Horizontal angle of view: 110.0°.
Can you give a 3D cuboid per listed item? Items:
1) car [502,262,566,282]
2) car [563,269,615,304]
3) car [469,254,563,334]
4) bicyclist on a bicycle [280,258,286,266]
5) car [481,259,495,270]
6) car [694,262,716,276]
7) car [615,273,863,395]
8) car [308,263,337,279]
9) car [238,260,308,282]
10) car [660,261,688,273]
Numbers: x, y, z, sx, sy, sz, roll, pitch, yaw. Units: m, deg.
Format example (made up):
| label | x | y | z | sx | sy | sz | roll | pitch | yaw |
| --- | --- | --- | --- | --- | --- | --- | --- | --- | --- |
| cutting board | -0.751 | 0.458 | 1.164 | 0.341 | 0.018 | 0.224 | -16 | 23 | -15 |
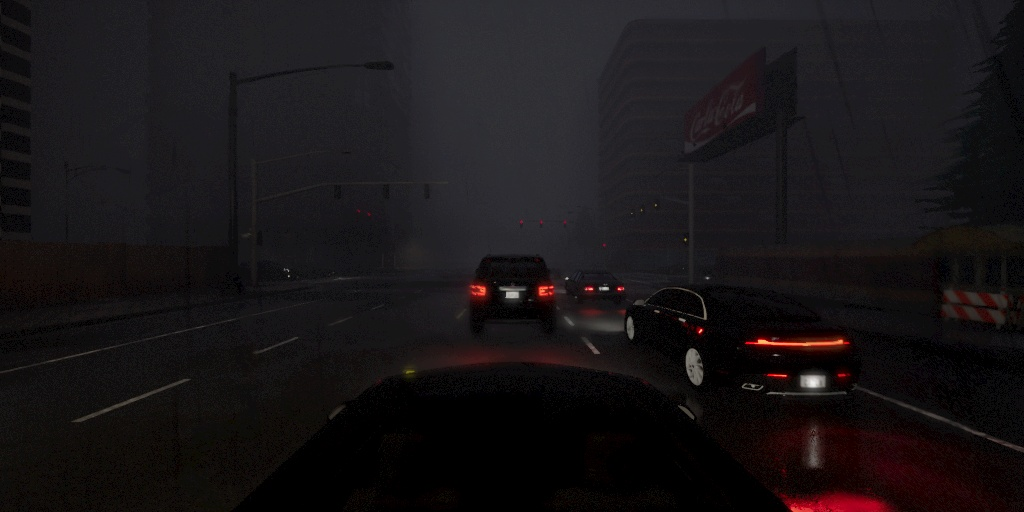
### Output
| label | x | y | z | sx | sy | sz | roll | pitch | yaw |
| --- | --- | --- | --- | --- | --- | --- | --- | --- | --- |
| car | 1.667 | 1.241 | 28.441 | 4.902 | 1.511 | 2.128 | 0 | 0 | 0 |
| car | 3.588 | 1.297 | 16.222 | 2.033 | 1.411 | 5.357 | 0 | 0 | 0 |
| car | 0.042 | 0.971 | 10.770 | 2.150 | 2.045 | 5.566 | 0 | 0 | 1 |
| bicyclist on a bicycle | -28.012 | 1.051 | 43.759 | 0.582 | 1.620 | 1.656 | 0 | 0 | 0 |
| car | -3.563 | 1.276 | 54.960 | 1.812 | 1.442 | 4.674 | 0 | 0 | 0 |
| car | 21.311 | 1.228 | 35.751 | 5.008 | 1.535 | 1.882 | 0 | 0 | 0 |
| car | 3.599 | 1.255 | 6.703 | 1.837 | 1.490 | 4.892 | 0 | 0 | 0 |
| car | -17.969 | 1.314 | 31.952 | 4.181 | 1.385 | 1.994 | 0 | 0 | -2 |
| car | -19.149 | 1.102 | 28.282 | 4.553 | 1.767 | 2.097 | 0 | 0 | 1 |
| car | 18.628 | 1.276 | 39.236 | 4.674 | 1.442 | 1.812 | 0 | 0 | 0 |
